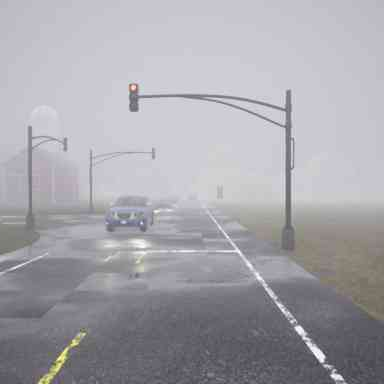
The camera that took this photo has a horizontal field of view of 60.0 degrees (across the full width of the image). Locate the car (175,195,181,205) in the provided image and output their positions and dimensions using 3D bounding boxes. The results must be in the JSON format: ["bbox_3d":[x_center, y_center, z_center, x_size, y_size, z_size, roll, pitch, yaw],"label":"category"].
[{"bbox_3d":[-3.524,1.421,59.676,1.882,1.535,5.008,0,0,0],"label":"car"}]

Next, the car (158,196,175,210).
[{"bbox_3d":[-3.590,1.532,42.852,1.994,1.385,4.181,0,0,1],"label":"car"}]

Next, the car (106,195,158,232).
[{"bbox_3d":[-3.573,1.207,20.186,2.150,2.045,5.566,0,0,0],"label":"car"}]

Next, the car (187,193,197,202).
[{"bbox_3d":[0.066,1.134,74.756,2.150,2.045,5.566,0,0,0],"label":"car"}]

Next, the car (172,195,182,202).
[{"bbox_3d":[-3.433,1.445,75.701,1.994,1.385,4.181,0,0,0],"label":"car"}]
